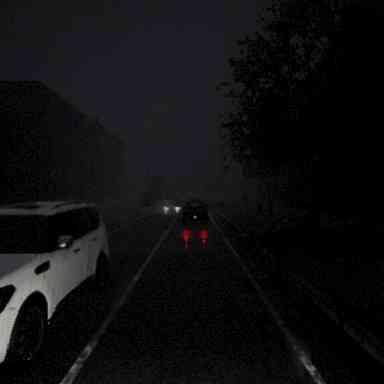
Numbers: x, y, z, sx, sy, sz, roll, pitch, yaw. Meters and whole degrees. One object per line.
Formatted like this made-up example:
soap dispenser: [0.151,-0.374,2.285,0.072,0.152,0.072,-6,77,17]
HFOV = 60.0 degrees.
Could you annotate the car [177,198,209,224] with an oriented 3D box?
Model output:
car: [0.220,1.435,24.523,2.128,1.511,4.902,0,0,0]

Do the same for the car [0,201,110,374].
car: [-3.072,1.226,5.984,2.150,2.045,5.566,0,0,0]

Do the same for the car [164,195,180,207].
car: [-2.845,1.196,47.913,2.097,1.767,4.553,0,0,0]
